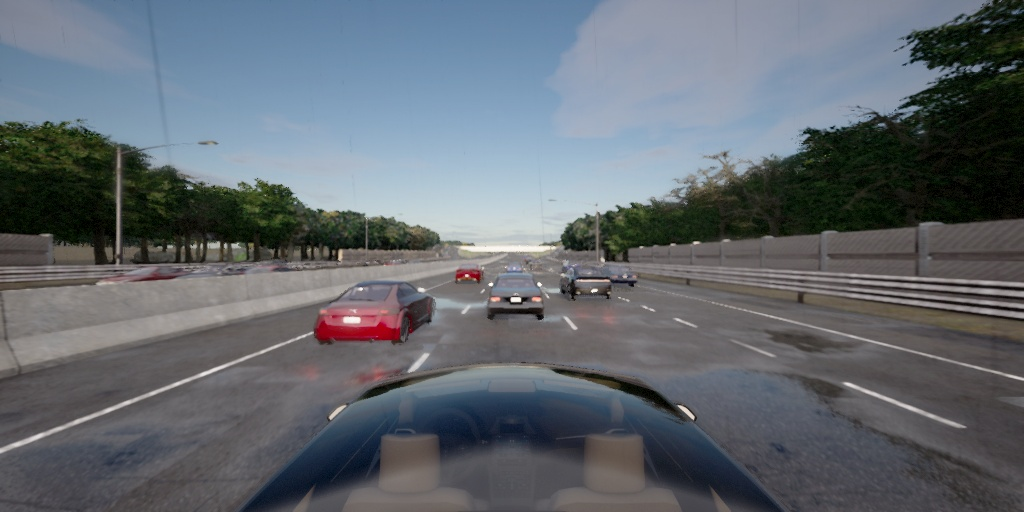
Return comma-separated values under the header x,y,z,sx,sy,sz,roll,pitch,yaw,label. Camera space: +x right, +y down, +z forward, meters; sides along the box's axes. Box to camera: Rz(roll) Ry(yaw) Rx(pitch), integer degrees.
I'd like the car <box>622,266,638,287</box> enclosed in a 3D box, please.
x,y,z,sx,sy,sz,roll,pitch,yaw,label
7.169,1.378,25.201,2.033,1.411,5.357,0,0,0,car

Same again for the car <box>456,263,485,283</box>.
x,y,z,sx,sy,sz,roll,pitch,yaw,label
-3.304,1.321,28.844,1.882,1.535,5.008,0,0,0,car

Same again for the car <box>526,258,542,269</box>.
x,y,z,sx,sy,sz,roll,pitch,yaw,label
3.869,1.443,58.584,2.128,1.511,4.902,0,0,1,car

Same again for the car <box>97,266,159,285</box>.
x,y,z,sx,sy,sz,roll,pitch,yaw,label
-21.044,1.335,20.946,1.812,1.442,4.674,0,0,0,car

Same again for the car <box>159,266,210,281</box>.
x,y,z,sx,sy,sz,roll,pitch,yaw,label
-17.542,1.303,21.481,2.128,1.511,4.902,0,0,0,car

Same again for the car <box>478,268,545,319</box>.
x,y,z,sx,sy,sz,roll,pitch,yaw,label
0.122,1.331,12.965,2.033,1.411,5.357,0,0,0,car

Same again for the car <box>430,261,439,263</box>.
x,y,z,sx,sy,sz,roll,pitch,yaw,label
-13.608,1.562,62.634,1.895,1.301,4.718,0,0,1,car

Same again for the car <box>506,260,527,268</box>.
x,y,z,sx,sy,sz,roll,pitch,yaw,label
0.281,1.436,40.489,2.033,1.411,5.357,0,0,1,car

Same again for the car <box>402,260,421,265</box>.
x,y,z,sx,sy,sz,roll,pitch,yaw,label
-17.106,1.464,62.669,1.837,1.490,4.892,0,0,1,car

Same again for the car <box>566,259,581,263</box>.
x,y,z,sx,sy,sz,roll,pitch,yaw,label
7.308,1.254,43.296,2.097,1.767,4.553,0,0,1,car

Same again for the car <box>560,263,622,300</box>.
x,y,z,sx,sy,sz,roll,pitch,yaw,label
3.539,1.293,17.797,2.128,1.511,4.902,0,0,0,car

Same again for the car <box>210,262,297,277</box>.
x,y,z,sx,sy,sz,roll,pitch,yaw,label
-14.047,1.286,20.474,1.882,1.535,5.008,0,0,0,car

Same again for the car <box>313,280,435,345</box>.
x,y,z,sx,sy,sz,roll,pitch,yaw,label
-3.386,1.336,9.607,1.994,1.385,4.181,0,0,0,car

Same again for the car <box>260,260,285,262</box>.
x,y,z,sx,sy,sz,roll,pitch,yaw,label
-24.443,1.220,35.977,2.097,1.767,4.553,0,0,1,car
